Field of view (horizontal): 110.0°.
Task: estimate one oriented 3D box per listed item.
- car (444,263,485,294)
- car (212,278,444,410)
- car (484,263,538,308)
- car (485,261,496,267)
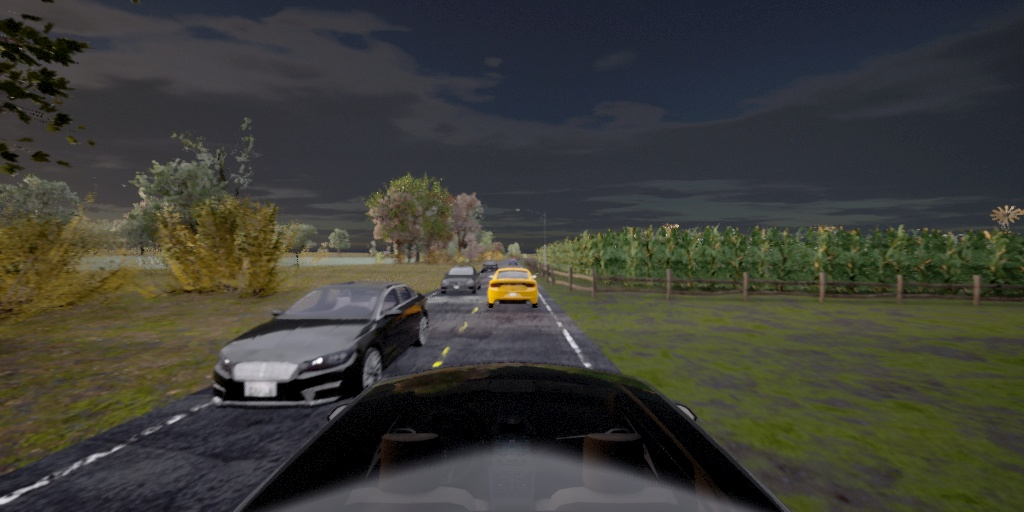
[{"bbox_3d":[-2.776,1.277,20.311,1.812,1.442,4.674,0,1,0],"label":"car"},{"bbox_3d":[-2.839,1.236,6.508,2.128,1.511,4.902,0,0,0],"label":"car"},{"bbox_3d":[0.038,1.244,15.340,1.882,1.535,5.008,0,0,0],"label":"car"},{"bbox_3d":[-2.615,1.308,44.130,2.033,1.411,5.357,0,0,0],"label":"car"}]
